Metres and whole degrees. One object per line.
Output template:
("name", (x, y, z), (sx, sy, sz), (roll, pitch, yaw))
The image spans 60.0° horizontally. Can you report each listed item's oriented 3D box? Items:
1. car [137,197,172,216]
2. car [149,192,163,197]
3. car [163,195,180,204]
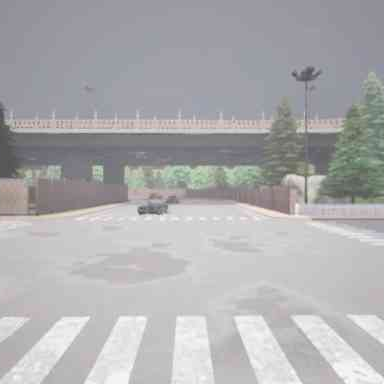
("car", (-3.450, 1.443, 29.906), (1.895, 1.301, 4.718), (0, 0, 8))
("car", (-8.518, 0.886, 79.932), (2.097, 1.767, 4.553), (0, 0, -31))
("car", (-3.179, 1.235, 56.587), (1.837, 1.490, 4.892), (0, 2, 4))
